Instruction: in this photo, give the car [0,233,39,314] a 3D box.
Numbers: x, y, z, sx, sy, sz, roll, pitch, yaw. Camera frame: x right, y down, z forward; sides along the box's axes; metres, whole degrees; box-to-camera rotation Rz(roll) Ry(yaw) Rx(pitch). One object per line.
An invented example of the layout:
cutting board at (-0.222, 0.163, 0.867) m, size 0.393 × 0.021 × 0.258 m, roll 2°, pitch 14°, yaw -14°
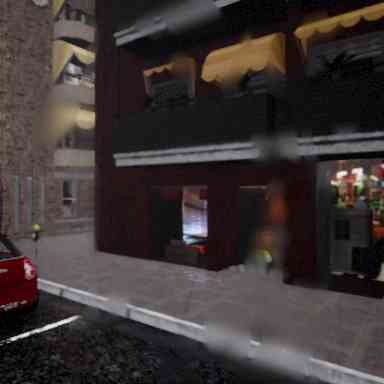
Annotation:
car at (-4.748, 1.379, 6.263) m, size 4.097 × 1.590 × 1.967 m, roll 1°, pitch 0°, yaw 35°
